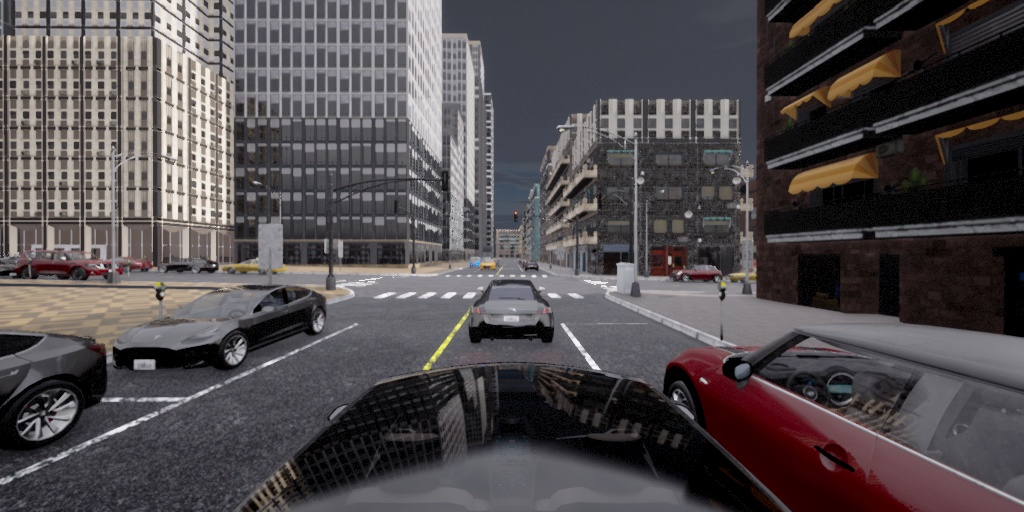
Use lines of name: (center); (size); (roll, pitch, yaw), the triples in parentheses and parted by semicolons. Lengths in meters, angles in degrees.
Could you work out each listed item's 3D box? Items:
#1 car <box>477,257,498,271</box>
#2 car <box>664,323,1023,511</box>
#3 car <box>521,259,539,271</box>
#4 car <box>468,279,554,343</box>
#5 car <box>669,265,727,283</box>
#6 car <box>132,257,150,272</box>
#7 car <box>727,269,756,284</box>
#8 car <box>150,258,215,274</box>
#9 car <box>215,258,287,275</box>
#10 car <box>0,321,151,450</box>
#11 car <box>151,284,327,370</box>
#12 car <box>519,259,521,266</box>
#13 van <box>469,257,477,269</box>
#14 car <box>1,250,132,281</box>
car: (-3.236, 1.202, 48.250); (1.882, 1.535, 5.008); (0, 0, 0)
car: (2.692, 1.189, 2.521); (1.967, 1.591, 4.097); (0, 0, 0)
car: (2.553, 1.290, 47.411); (1.948, 1.339, 4.313); (0, 0, 0)
car: (-0.020, 1.308, 9.675); (1.994, 1.385, 4.181); (0, 0, 0)
car: (15.925, 1.489, 31.249); (4.097, 1.591, 1.967); (0, 0, -1)
car: (-33.194, 0.708, 30.541); (4.207, 1.307, 1.802); (0, 0, -1)
car: (21.277, 1.679, 31.326); (4.829, 1.417, 1.751); (0, 0, -1)
car: (-27.575, 0.797, 30.622); (4.313, 1.339, 1.948); (0, 0, -1)
car: (-22.131, 0.861, 30.788); (4.829, 1.417, 1.751); (0, 0, -1)
car: (-5.689, 1.315, 2.494); (1.948, 1.339, 4.313); (0, 0, 0)
car: (-5.705, 1.311, 7.741); (1.948, 1.339, 4.313); (0, 0, 0)
car: (2.522, 1.266, 57.378); (1.888, 1.381, 4.507); (0, 0, 0)
van: (-5.859, 1.061, 57.352); (1.690, 1.789, 3.998); (0, 0, 0)
car: (-27.446, 0.577, 22.242); (5.009, 1.841, 2.192); (0, 0, -1)
